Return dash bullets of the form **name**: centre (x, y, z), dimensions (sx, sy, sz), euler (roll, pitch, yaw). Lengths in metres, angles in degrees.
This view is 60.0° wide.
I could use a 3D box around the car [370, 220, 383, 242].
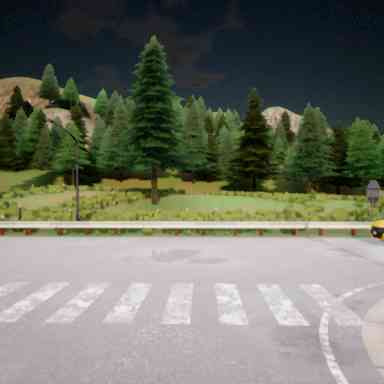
- **car**: centre (10.249, 1.469, 14.067), dimensions (5.008, 1.535, 1.882), euler (0, 0, 1)
